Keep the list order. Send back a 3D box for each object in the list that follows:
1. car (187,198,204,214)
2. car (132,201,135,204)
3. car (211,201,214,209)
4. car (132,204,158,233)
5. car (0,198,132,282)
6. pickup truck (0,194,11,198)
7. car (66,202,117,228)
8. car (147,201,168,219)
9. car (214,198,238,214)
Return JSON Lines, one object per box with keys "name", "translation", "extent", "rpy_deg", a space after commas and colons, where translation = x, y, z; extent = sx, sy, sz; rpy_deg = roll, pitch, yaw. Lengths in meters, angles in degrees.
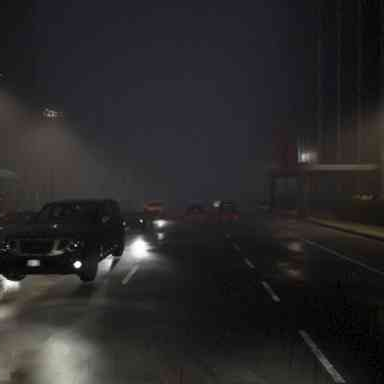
{"name": "car", "translation": [0.382, 1.691, 37.062], "extent": [1.895, 1.301, 4.718], "rpy_deg": [0, 0, 1]}
{"name": "car", "translation": [-6.806, 1.558, 33.469], "extent": [1.882, 1.535, 5.008], "rpy_deg": [0, 0, 1]}
{"name": "car", "translation": [3.891, 1.644, 48.262], "extent": [1.812, 1.442, 4.674], "rpy_deg": [0, 0, 1]}
{"name": "car", "translation": [-3.448, 1.649, 20.184], "extent": [1.895, 1.301, 4.718], "rpy_deg": [0, 0, 0]}
{"name": "car", "translation": [-3.533, 1.246, 10.238], "extent": [2.150, 2.045, 5.566], "rpy_deg": [0, 0, 0]}
{"name": "pickup truck", "translation": [-19.881, 1.132, 32.052], "extent": [2.390, 2.098, 6.274], "rpy_deg": [0, 0, 31]}
{"name": "car", "translation": [-6.922, 1.547, 23.517], "extent": [2.128, 1.511, 4.902], "rpy_deg": [0, 0, 0]}
{"name": "car", "translation": [-3.345, 1.552, 30.623], "extent": [1.882, 1.535, 5.008], "rpy_deg": [0, 0, 1]}
{"name": "car", "translation": [3.877, 1.582, 36.580], "extent": [2.128, 1.511, 4.902], "rpy_deg": [0, 0, 0]}
